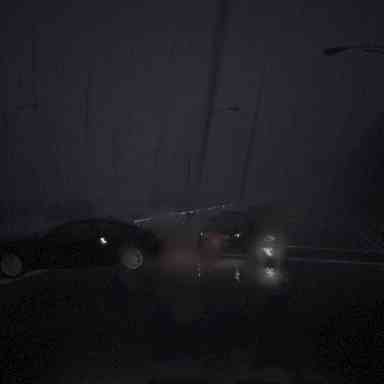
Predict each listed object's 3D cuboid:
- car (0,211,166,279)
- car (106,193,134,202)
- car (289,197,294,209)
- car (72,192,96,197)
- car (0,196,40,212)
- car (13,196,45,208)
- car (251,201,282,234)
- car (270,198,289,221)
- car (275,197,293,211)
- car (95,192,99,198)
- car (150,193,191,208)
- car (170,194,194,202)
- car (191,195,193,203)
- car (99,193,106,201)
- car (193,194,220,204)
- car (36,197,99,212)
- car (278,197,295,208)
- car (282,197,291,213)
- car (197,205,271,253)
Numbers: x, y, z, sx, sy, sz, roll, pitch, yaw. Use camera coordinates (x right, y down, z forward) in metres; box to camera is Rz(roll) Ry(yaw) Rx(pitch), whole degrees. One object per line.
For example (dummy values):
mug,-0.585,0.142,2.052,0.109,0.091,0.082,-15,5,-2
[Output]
car,-3.278,1.475,9.864,5.008,1.535,1.882,0,0,-15
car,-13.771,1.046,65.311,4.605,1.855,1.932,0,0,18
car,9.808,1.544,36.539,1.994,1.385,4.181,0,0,19
car,-18.433,1.249,53.738,4.514,1.523,2.007,0,0,18
car,-15.098,1.356,29.404,3.806,1.475,1.970,0,0,19
car,-21.672,1.273,44.284,3.633,1.501,1.845,0,0,18
car,3.972,1.490,19.294,1.837,1.490,4.892,0,0,19
car,5.885,1.475,24.939,2.128,1.511,4.902,0,0,19
car,11.683,1.483,42.094,1.837,1.490,4.892,0,0,19
car,-21.816,1.298,67.989,3.806,1.475,1.970,0,0,19
car,-2.942,1.074,41.767,4.605,1.855,1.932,0,0,18
car,-2.065,1.257,68.682,4.514,1.523,2.007,0,0,18
car,-2.402,1.052,44.651,3.866,1.878,1.905,0,0,18
car,-20.173,1.014,70.943,3.866,1.878,1.905,0,0,18
car,1.693,1.125,56.772,5.027,1.636,2.152,0,0,19
car,-9.021,1.356,24.205,3.633,1.501,1.845,0,0,18
car,13.567,1.468,47.669,2.128,1.511,4.902,0,0,19
car,7.766,1.486,30.501,1.837,1.490,4.892,0,0,19
car,1.822,1.514,13.886,1.812,1.442,4.674,0,0,24
